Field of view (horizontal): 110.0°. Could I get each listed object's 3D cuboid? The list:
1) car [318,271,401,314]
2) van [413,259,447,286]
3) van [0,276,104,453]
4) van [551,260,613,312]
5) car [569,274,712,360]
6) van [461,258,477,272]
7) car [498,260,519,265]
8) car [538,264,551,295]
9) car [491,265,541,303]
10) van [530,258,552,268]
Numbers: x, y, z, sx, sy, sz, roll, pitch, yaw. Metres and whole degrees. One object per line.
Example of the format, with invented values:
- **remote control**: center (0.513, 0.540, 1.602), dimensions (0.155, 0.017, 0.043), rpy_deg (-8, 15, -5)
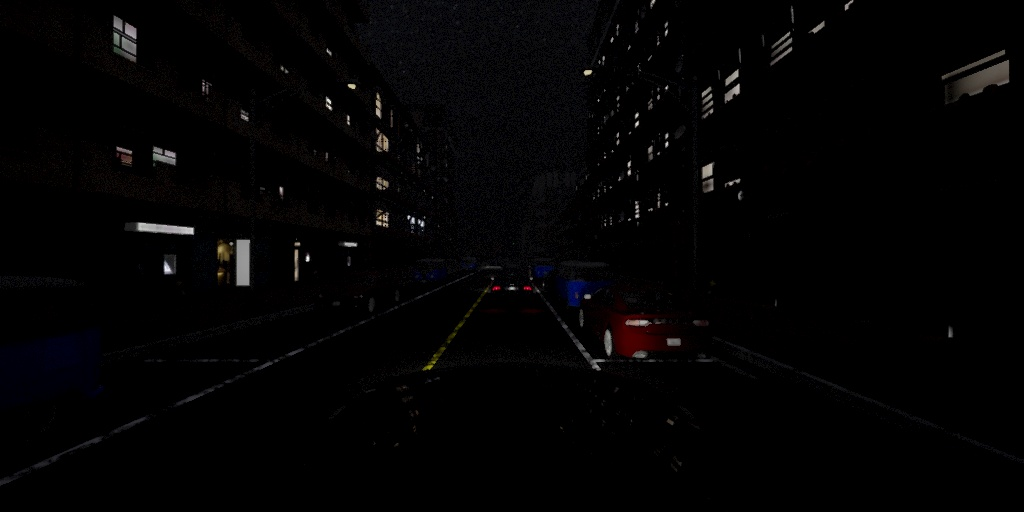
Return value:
- **car**: center (-5.689, 1.297, 13.860), dimensions (1.888, 1.381, 4.507), rpy_deg (0, 0, 0)
- **van**: center (-5.689, 1.100, 25.183), dimensions (1.690, 1.789, 3.998), rpy_deg (0, 0, 0)
- **van**: center (-5.689, 1.090, 2.534), dimensions (1.690, 1.789, 3.998), rpy_deg (0, 0, 0)
- **van**: center (2.691, 1.093, 13.860), dimensions (1.690, 1.789, 3.998), rpy_deg (0, 0, 0)
- **car**: center (2.692, 1.296, 8.198), dimensions (1.888, 1.381, 4.507), rpy_deg (0, 0, 0)
- **van**: center (-5.689, 1.124, 47.830), dimensions (1.690, 1.789, 3.998), rpy_deg (0, 0, 0)
- **car**: center (0.000, 1.299, 31.500), dimensions (1.812, 1.442, 4.674), rpy_deg (0, 0, 0)
- **car**: center (2.691, 1.321, 19.520), dimensions (1.948, 1.339, 4.313), rpy_deg (0, 0, 0)
- **car**: center (0.000, 1.318, 16.500), dimensions (2.033, 1.411, 5.357), rpy_deg (0, 0, 0)
- **van**: center (2.692, 1.105, 30.846), dimensions (1.690, 1.789, 3.998), rpy_deg (0, 0, 0)
